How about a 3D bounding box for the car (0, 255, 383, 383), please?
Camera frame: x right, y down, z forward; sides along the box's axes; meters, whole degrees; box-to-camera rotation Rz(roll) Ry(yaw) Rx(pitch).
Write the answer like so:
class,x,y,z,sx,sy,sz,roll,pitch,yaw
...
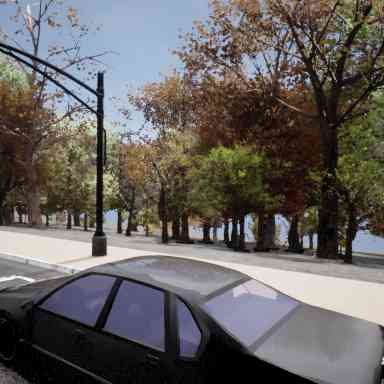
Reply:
class,x,y,z,sx,sy,sz,roll,pitch,yaw
car,-0.558,1.547,4.076,5.357,1.411,2.033,0,0,35
